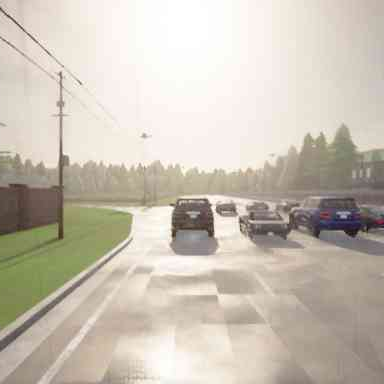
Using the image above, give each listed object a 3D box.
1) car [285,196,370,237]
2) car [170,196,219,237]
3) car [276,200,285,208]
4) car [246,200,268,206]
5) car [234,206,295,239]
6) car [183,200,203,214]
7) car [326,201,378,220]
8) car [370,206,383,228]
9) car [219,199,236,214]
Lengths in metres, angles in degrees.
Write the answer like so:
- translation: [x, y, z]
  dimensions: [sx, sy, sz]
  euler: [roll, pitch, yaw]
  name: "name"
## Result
- translation: [7.105, 1.234, 18.263]
  dimensions: [2.150, 2.045, 5.566]
  euler: [0, 0, 0]
  name: "car"
- translation: [-0.044, 1.231, 18.369]
  dimensions: [2.150, 2.045, 5.566]
  euler: [0, 0, -2]
  name: "car"
- translation: [10.609, 1.548, 36.630]
  dimensions: [1.812, 1.442, 4.674]
  euler: [0, 0, 0]
  name: "car"
- translation: [7.109, 1.586, 36.295]
  dimensions: [1.994, 1.385, 4.181]
  euler: [0, 0, 0]
  name: "car"
- translation: [3.606, 1.611, 17.424]
  dimensions: [1.895, 1.301, 4.718]
  euler: [0, 0, 0]
  name: "car"
- translation: [0.109, 1.585, 36.335]
  dimensions: [1.994, 1.385, 4.181]
  euler: [0, 0, 0]
  name: "car"
- translation: [14.108, 1.566, 29.712]
  dimensions: [2.033, 1.411, 5.357]
  euler: [0, 0, 0]
  name: "car"
- translation: [10.605, 1.538, 20.098]
  dimensions: [1.812, 1.442, 4.674]
  euler: [0, 0, 0]
  name: "car"
- translation: [3.609, 1.513, 35.619]
  dimensions: [2.128, 1.511, 4.902]
  euler: [0, 0, 0]
  name: "car"
